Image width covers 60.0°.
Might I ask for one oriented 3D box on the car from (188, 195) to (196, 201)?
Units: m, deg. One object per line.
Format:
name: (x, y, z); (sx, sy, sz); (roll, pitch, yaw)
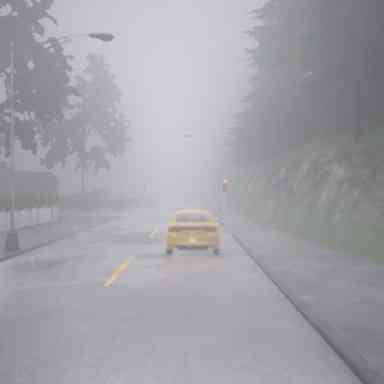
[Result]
car: (-0.006, 1.348, 75.869); (1.895, 1.301, 4.718); (0, 0, 0)

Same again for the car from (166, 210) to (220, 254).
car: (0.047, 1.450, 13.329); (1.882, 1.535, 5.008); (0, -1, 1)
